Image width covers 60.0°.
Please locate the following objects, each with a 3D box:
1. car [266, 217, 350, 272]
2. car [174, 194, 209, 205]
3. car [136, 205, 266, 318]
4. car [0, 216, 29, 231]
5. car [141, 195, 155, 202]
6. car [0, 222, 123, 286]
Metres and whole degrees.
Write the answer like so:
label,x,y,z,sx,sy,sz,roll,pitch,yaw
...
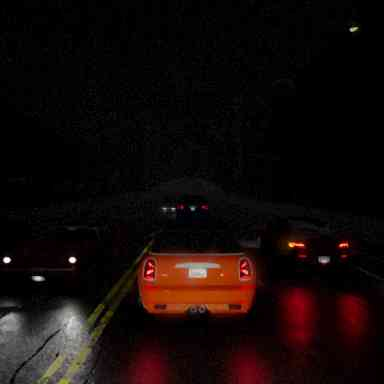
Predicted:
label,x,y,z,sx,sy,sz,roll,pitch,yaw
car,3.332,1.508,10.592,1.812,1.442,4.674,0,0,1
car,0.045,1.174,24.027,2.150,2.045,5.566,0,0,0
car,0.082,1.340,7.546,2.097,1.767,4.553,0,0,0
car,-6.621,1.475,9.934,2.128,1.511,4.902,0,0,0
car,-6.612,1.008,50.471,1.812,1.442,4.674,0,0,0
car,-3.370,1.585,9.492,1.895,1.301,4.718,0,0,0
